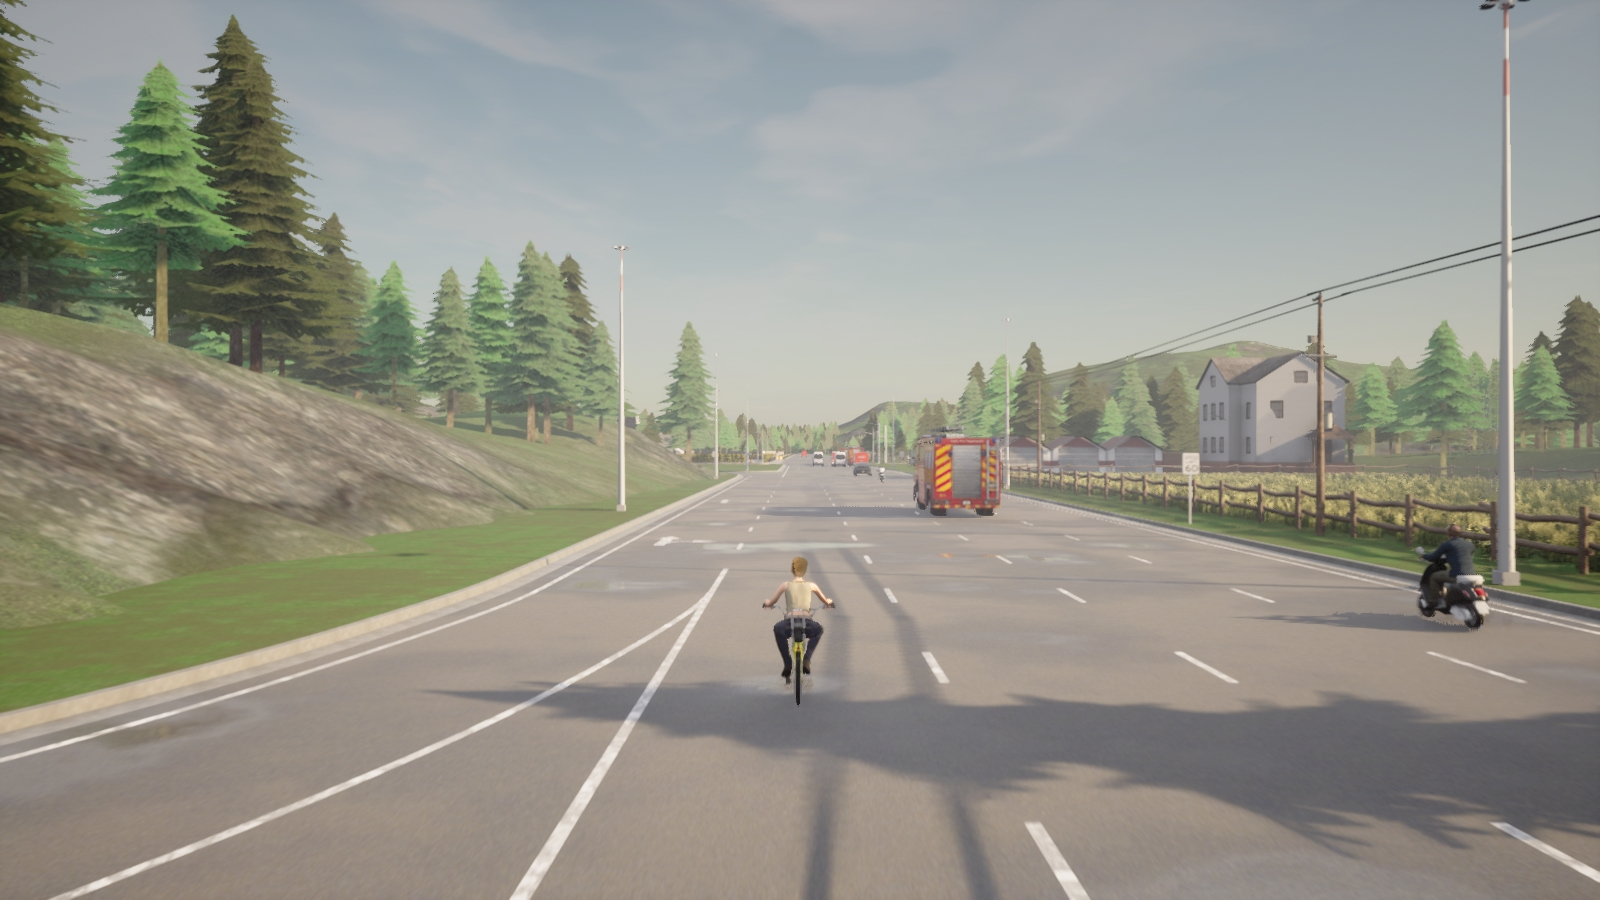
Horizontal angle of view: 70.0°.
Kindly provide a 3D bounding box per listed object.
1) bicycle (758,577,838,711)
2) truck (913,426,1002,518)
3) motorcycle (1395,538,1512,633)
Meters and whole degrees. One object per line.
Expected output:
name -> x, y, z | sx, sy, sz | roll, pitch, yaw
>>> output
bicycle -> -0.015, 2.165, 12.997 | 0.859, 1.276, 1.487 | 0, 0, 0
truck -> 6.999, 0.915, 51.985 | 2.891, 3.827, 8.468 | 0, 0, 0
motorcycle -> 10.500, 2.151, 18.429 | 0.856, 1.316, 1.805 | 0, 0, 0
